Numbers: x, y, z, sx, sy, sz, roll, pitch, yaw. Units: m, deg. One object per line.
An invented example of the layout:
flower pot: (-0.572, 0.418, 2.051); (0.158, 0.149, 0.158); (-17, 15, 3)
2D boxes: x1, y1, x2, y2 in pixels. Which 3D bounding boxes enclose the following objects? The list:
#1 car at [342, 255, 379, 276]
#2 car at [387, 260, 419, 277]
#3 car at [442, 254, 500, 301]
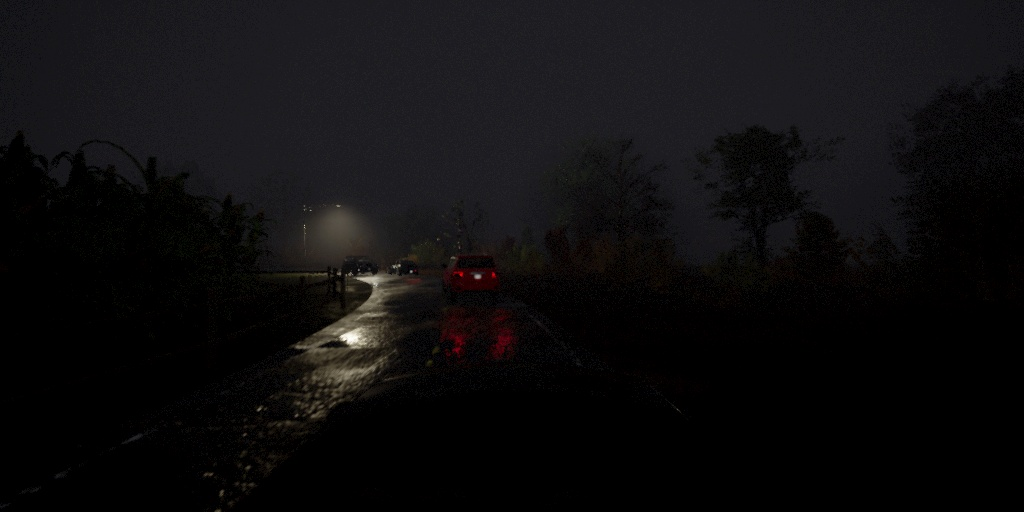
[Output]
car: (-15.419, 0.893, 36.342); (2.150, 2.045, 5.566); (0, 0, -41)
car: (-10.639, 1.168, 34.876); (1.837, 1.490, 4.892); (0, 0, -35)
car: (-2.134, 0.943, 17.510); (2.150, 2.045, 5.566); (0, 0, -16)
